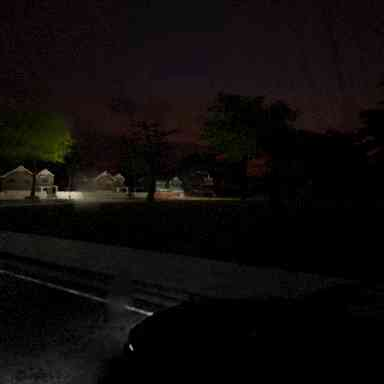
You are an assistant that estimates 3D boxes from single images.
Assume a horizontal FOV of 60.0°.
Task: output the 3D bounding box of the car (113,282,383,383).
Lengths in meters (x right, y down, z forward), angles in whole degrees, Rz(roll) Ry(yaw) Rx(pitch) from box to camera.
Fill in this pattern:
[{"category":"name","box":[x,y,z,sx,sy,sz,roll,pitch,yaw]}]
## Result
[{"category":"car","box":[1.415,1.525,2.675,4.674,1.442,1.812,0,0,36]}]
